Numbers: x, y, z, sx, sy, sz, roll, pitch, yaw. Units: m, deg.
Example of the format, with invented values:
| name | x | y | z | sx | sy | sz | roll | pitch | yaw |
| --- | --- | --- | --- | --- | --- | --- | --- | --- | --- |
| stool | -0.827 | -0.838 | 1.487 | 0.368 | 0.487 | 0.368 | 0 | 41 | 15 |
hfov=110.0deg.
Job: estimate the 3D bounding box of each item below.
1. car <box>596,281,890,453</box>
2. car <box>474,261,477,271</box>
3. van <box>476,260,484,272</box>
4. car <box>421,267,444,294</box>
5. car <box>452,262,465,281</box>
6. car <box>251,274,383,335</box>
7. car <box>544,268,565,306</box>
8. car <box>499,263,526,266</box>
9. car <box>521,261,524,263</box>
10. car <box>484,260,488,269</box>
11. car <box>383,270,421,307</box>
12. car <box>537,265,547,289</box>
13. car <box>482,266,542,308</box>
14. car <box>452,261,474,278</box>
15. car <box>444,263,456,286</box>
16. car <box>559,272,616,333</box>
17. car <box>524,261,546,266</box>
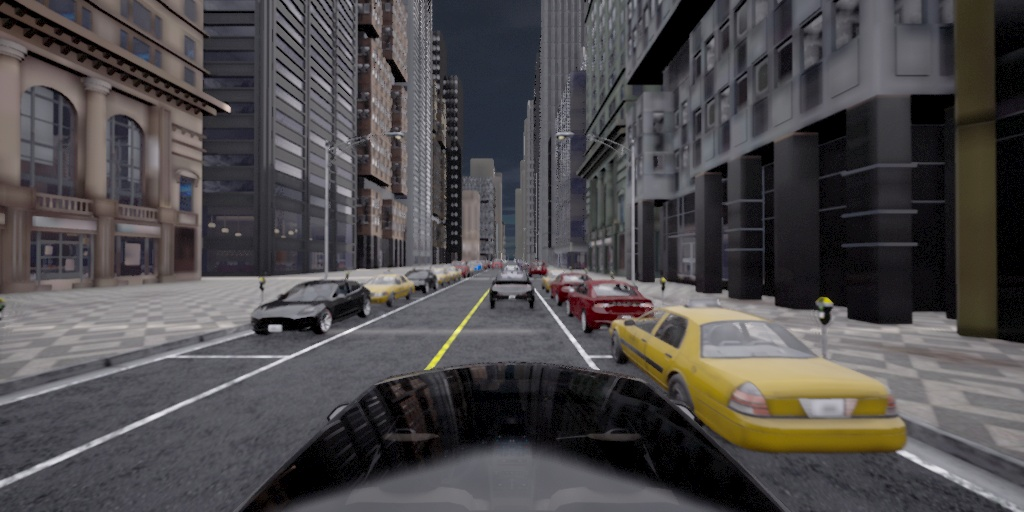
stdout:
| name | x | y | z | sx | sy | sz | roll | pitch | yaw |
| --- | --- | --- | --- | --- | --- | --- | --- | --- | --- |
| car | 2.763 | 1.309 | 5.437 | 1.751 | 1.417 | 4.829 | 0 | 0 | 0 |
| car | -5.757 | 1.697 | 44.572 | 1.751 | 1.417 | 4.829 | 0 | 0 | 0 |
| van | -5.755 | 1.629 | 56.023 | 1.690 | 1.789 | 3.998 | 0 | 0 | 0 |
| car | -5.760 | 1.513 | 22.180 | 1.948 | 1.339 | 4.313 | 0 | 0 | 0 |
| car | -5.758 | 1.584 | 33.291 | 1.751 | 1.417 | 4.829 | 0 | 0 | 0 |
| car | -5.761 | 1.403 | 10.900 | 1.948 | 1.339 | 4.313 | 0 | 0 | 0 |
| car | 2.765 | 1.437 | 16.547 | 1.888 | 1.381 | 4.507 | 0 | 0 | 0 |
| car | 0.009 | 1.562 | 31.230 | 1.812 | 1.442 | 4.674 | 0 | 0 | 0 |
| car | 2.770 | 1.839 | 56.028 | 2.007 | 1.370 | 4.403 | 0 | 0 | 0 |
| car | -5.755 | 1.898 | 61.663 | 2.007 | 1.370 | 4.403 | 0 | 0 | 0 |
| car | -5.760 | 1.417 | 16.370 | 1.751 | 1.417 | 4.829 | 0 | 0 | 0 |
| car | 2.765 | 1.472 | 22.357 | 1.751 | 1.417 | 4.829 | 0 | 0 | 0 |
| car | 0.006 | 1.381 | 16.145 | 2.128 | 1.511 | 4.902 | 0 | 0 | 0 |
| car | -5.758 | 1.430 | 39.102 | 2.192 | 1.841 | 5.009 | 0 | 0 | 0 |
| car | -5.759 | 1.528 | 27.651 | 1.751 | 1.417 | 4.829 | 0 | 0 | 0 |
| car | 2.764 | 1.383 | 10.907 | 1.888 | 1.381 | 4.507 | 0 | 0 | 0 |
| car | 2.768 | 1.430 | 39.108 | 2.192 | 1.841 | 5.009 | 0 | 0 | 0 |
